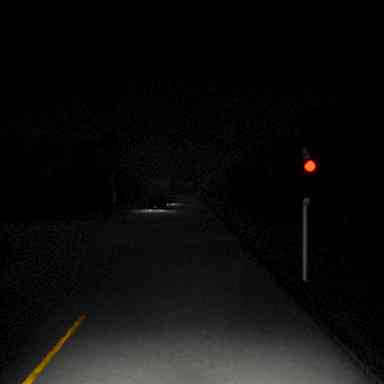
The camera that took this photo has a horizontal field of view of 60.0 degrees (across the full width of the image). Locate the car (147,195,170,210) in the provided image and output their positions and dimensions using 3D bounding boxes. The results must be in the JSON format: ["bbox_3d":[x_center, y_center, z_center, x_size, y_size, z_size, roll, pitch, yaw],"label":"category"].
[{"bbox_3d":[-4.083,1.308,39.488,2.033,1.411,5.357,0,0,0],"label":"car"}]

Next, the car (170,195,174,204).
[{"bbox_3d":[-4.037,1.190,55.491,1.812,1.442,4.674,0,0,0],"label":"car"}]
